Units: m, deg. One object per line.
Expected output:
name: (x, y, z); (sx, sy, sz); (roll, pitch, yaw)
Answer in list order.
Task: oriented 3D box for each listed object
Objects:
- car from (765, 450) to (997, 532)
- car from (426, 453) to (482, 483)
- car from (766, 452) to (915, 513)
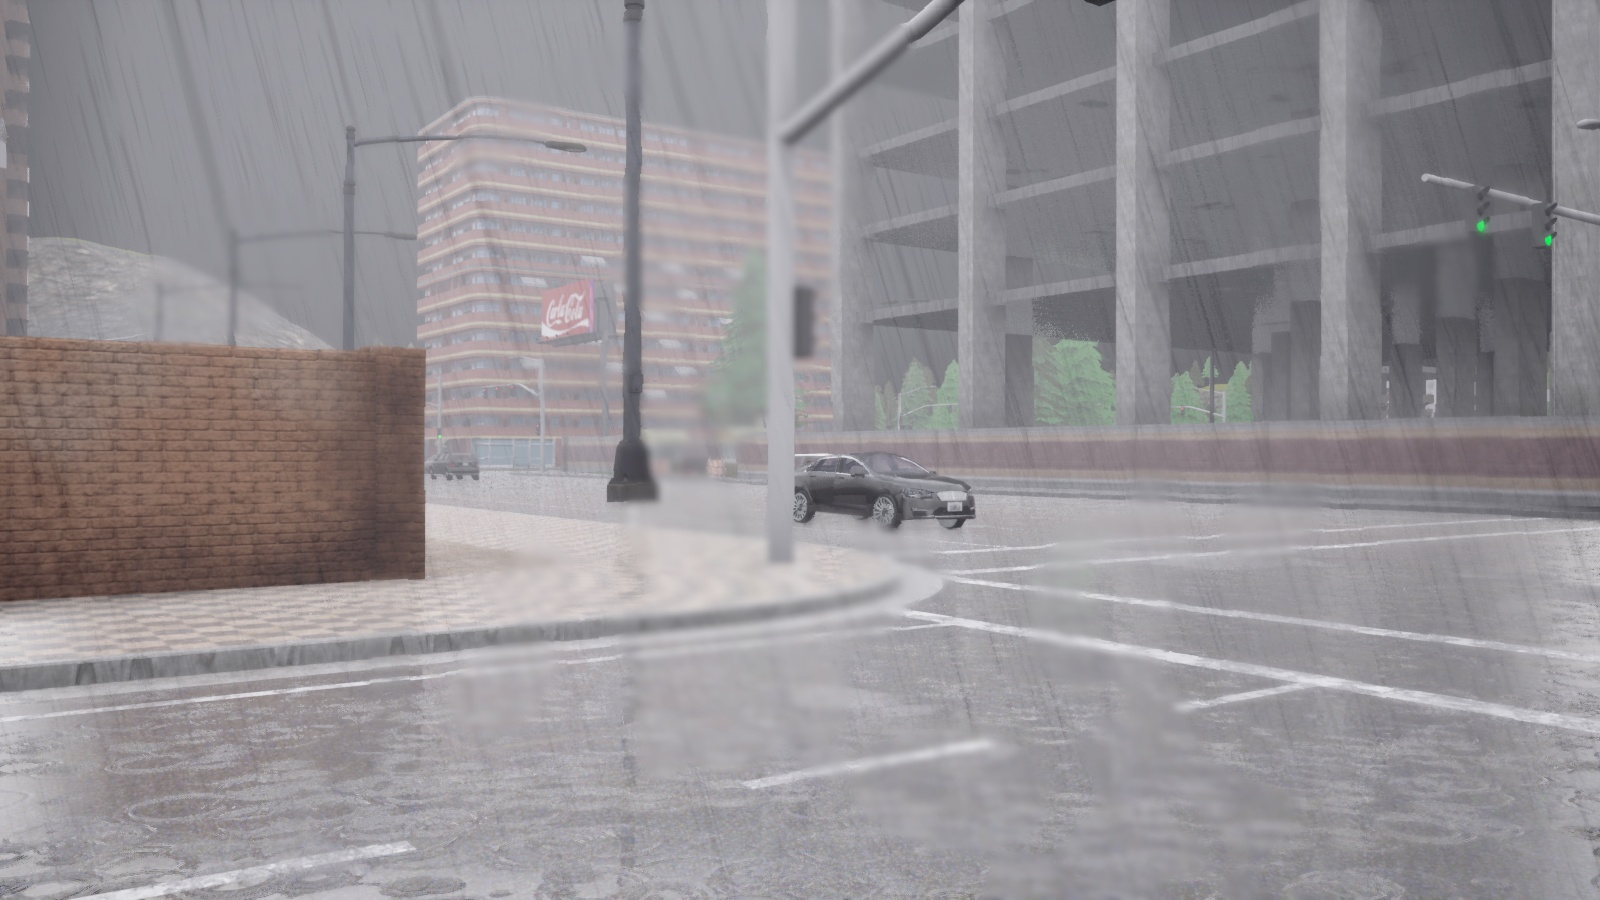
car: (1.523, 0.760, 25.587); (2.128, 1.511, 4.902); (0, 0, -34)
car: (-18.649, 0.928, 67.552); (1.789, 1.549, 3.705); (0, 0, -34)
car: (0.990, 0.788, 32.564); (1.970, 1.475, 3.806); (0, 0, -34)
